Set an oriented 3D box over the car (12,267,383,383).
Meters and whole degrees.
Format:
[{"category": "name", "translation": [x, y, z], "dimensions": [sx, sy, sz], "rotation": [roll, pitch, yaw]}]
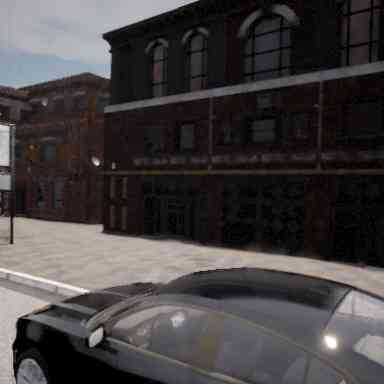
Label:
[{"category": "car", "translation": [0.310, 1.476, 3.029], "dimensions": [5.008, 1.535, 2.097], "rotation": [0, 0, 35]}]
